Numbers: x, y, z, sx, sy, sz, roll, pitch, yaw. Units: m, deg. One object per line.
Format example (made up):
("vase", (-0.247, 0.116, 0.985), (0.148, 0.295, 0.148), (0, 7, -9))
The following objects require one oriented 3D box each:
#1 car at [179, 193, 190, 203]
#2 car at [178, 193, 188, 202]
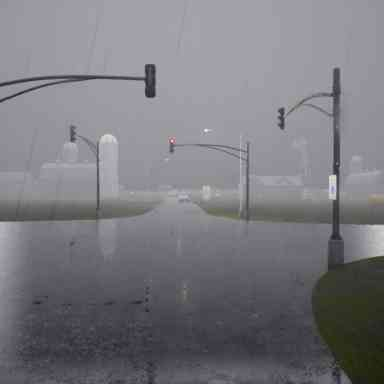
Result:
("car", (-1.508, 1.553, 69.874), (1.812, 1.442, 4.674), (0, 0, -3))
("car", (-2.091, 1.189, 79.909), (2.150, 2.045, 5.566), (0, 0, -4))
